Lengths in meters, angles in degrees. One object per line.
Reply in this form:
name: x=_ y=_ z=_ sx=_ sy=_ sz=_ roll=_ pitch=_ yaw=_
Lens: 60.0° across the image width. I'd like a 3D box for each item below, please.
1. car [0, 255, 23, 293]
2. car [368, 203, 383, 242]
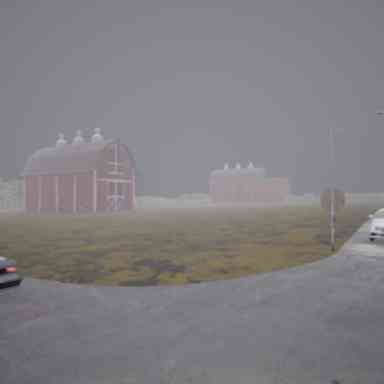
car: x=-6.710 y=2.015 z=8.983 sx=5.357 sy=1.411 sz=2.033 roll=-3 pitch=-2 yaw=35
car: x=9.545 y=1.481 z=15.810 sx=1.812 sy=1.442 sz=4.674 roll=-1 pitch=0 yaw=31
